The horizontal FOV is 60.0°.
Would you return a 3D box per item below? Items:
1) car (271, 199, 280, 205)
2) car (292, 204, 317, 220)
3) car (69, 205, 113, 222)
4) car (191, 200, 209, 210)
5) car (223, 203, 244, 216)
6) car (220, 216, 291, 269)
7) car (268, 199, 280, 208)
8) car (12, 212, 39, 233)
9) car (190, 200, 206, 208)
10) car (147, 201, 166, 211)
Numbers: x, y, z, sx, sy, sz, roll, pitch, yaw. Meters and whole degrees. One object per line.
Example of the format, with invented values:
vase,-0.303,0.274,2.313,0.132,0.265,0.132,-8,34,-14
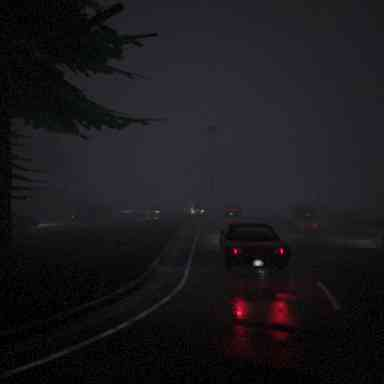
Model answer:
car,22.393,2.564,88.797,2.128,1.511,4.902,-1,-1,15
car,10.759,1.846,31.950,2.128,1.511,4.902,-1,-1,12
car,-9.863,2.030,32.711,2.128,1.511,4.902,-1,-1,26
car,1.422,2.120,56.325,2.097,1.767,4.553,-1,-1,16
car,4.490,1.966,35.869,1.837,1.490,4.892,-1,-1,13
car,1.978,1.751,11.702,1.895,1.301,4.718,0,-1,2
car,15.366,2.290,62.946,2.033,1.411,5.357,-1,-1,15
car,-12.527,1.948,21.041,2.033,1.411,5.357,-1,-1,32
car,1.195,2.450,68.390,2.128,1.511,4.902,-1,-1,16
car,-5.911,2.333,56.068,1.837,1.490,4.892,-1,-1,16
